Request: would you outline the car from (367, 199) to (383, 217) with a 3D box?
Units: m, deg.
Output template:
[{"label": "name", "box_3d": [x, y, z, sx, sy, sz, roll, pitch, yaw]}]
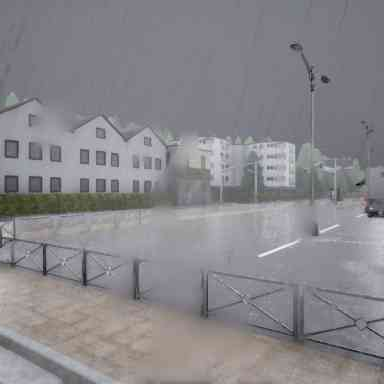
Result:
[{"label": "car", "box_3d": [15.439, 1.298, 26.800, 2.007, 1.523, 4.514, 0, 0, 35]}]
